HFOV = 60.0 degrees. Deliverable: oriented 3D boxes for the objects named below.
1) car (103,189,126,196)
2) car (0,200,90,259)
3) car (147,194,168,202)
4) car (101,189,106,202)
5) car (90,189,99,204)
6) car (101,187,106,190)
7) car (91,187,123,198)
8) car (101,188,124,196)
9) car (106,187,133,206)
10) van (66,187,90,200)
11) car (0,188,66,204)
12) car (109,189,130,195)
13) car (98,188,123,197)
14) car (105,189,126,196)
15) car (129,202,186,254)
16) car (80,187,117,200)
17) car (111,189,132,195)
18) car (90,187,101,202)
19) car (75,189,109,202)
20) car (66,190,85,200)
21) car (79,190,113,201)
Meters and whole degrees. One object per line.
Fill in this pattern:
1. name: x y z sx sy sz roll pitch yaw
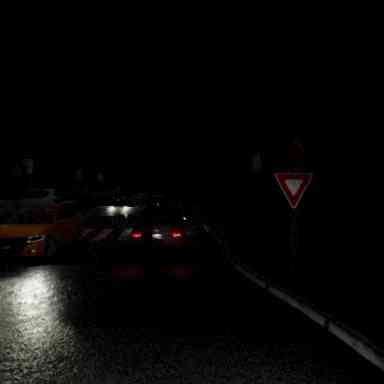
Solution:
1. car: -17.842 0.133 76.245 4.792 1.488 2.163 -1 1 -26
2. car: -5.337 1.254 11.832 1.882 1.535 5.008 0 1 -3
3. car: -3.241 0.892 31.315 1.882 1.535 5.008 0 1 -6
4. car: -14.196 0.703 43.416 4.674 1.452 2.002 -1 1 -26
5. car: -13.513 0.774 37.443 5.008 1.535 2.097 -1 2 -26
6. car: -14.500 0.482 46.405 4.553 1.767 2.185 -1 2 -26
7. car: -16.521 0.044 64.319 5.566 2.045 2.435 -2 1 -27
8. car: -17.564 0.026 73.235 4.553 1.767 2.185 -1 1 -26
9. car: -8.410 0.480 39.325 2.150 2.045 5.566 0 1 -6
10. van: -13.287 0.607 34.400 4.442 1.987 1.878 -1 2 -27
11. car: -11.824 0.803 22.499 5.566 2.045 2.435 -1 2 -27
12. car: -19.241 -0.074 88.154 4.892 1.521 2.231 -1 1 -27
13. car: -17.229 0.074 70.253 4.553 1.767 2.185 -1 1 -26
14. car: -18.209 0.099 79.214 4.674 1.452 2.002 -1 1 -26
15. car: -1.202 1.314 12.448 2.033 1.411 5.357 0 1 -3
16. car: -15.510 0.196 55.361 5.566 2.045 2.435 -1 1 -26
17. car: -19.413 -0.126 91.219 5.366 1.575 1.946 -1 1 -27
18. car: -13.892 0.593 40.420 4.553 1.767 2.185 -1 1 -27
19. car: -14.834 0.428 49.388 4.553 1.767 2.185 -1 2 -26
20. car: -12.330 0.935 28.578 5.366 1.575 1.946 -1 1 -27
21. car: -15.174 0.529 52.385 4.792 1.488 2.163 -1 1 -26
